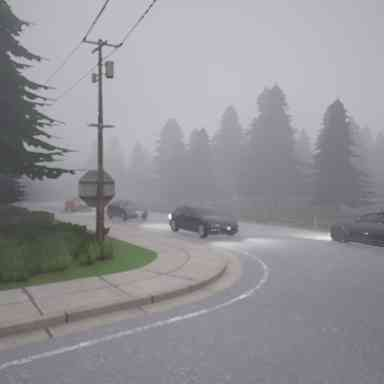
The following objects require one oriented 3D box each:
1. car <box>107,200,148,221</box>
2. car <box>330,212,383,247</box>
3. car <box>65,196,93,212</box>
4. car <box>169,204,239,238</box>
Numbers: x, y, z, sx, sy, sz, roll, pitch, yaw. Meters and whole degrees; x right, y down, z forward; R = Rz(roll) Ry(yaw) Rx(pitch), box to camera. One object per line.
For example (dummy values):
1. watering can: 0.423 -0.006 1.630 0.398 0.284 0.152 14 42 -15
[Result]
1. car: -5.128 1.408 26.026 2.128 1.511 4.902 0 0 -34
2. car: 7.502 1.471 13.089 1.994 1.385 4.181 0 0 -20
3. car: -12.561 1.274 36.910 2.097 1.767 4.553 0 0 -34
4. car: 0.469 1.424 17.358 1.837 1.490 4.892 0 0 -31
